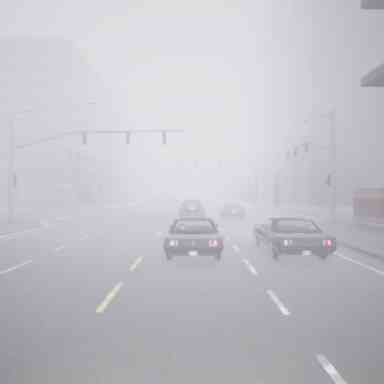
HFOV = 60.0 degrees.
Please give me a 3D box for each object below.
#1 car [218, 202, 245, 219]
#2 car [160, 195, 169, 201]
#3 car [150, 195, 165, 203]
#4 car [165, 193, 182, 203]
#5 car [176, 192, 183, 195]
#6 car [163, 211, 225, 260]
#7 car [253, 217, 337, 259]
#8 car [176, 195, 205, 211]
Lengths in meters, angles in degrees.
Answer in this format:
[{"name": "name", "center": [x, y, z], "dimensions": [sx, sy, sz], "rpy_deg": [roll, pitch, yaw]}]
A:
[{"name": "car", "center": [3.488, 1.572, 29.687], "dimensions": [1.994, 1.385, 4.181], "rpy_deg": [0, 0, 0]}, {"name": "car", "center": [-6.995, 1.395, 83.773], "dimensions": [1.812, 1.442, 4.674], "rpy_deg": [0, 0, 1]}, {"name": "car", "center": [-7.204, 1.314, 67.438], "dimensions": [2.097, 1.767, 4.553], "rpy_deg": [0, 0, 1]}, {"name": "car", "center": [-3.705, 1.468, 67.376], "dimensions": [2.128, 1.511, 4.902], "rpy_deg": [0, 0, 1]}, {"name": "car", "center": [-3.496, 1.096, 83.703], "dimensions": [2.150, 2.045, 5.566], "rpy_deg": [0, 0, 1]}, {"name": "car", "center": [0.061, 1.593, 12.388], "dimensions": [1.895, 1.301, 4.718], "rpy_deg": [0, 0, 0]}, {"name": "car", "center": [3.561, 1.593, 12.502], "dimensions": [1.895, 1.301, 4.718], "rpy_deg": [0, 0, 0]}, {"name": "car", "center": [-0.009, 1.359, 28.792], "dimensions": [2.097, 1.767, 4.553], "rpy_deg": [0, 0, 0]}]
